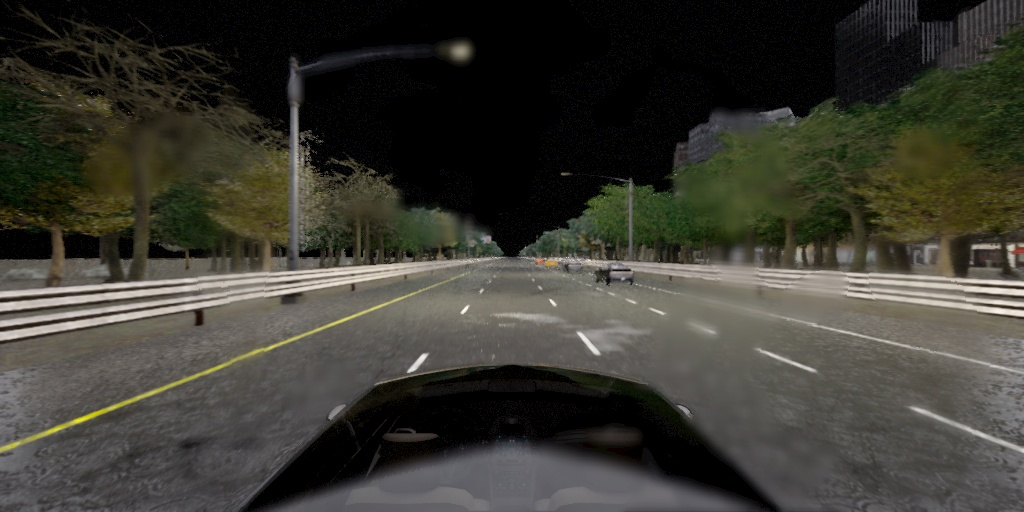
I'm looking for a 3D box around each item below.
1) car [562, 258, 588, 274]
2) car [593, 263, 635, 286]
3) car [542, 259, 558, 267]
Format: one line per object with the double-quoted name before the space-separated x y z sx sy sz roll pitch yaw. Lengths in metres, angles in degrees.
"car" 7.064 1.253 42.073 2.128 1.511 4.902 0 0 0
"car" 7.019 1.249 25.065 2.128 1.511 4.902 0 0 0
"car" 7.126 1.243 65.051 1.882 1.535 5.008 0 0 0
